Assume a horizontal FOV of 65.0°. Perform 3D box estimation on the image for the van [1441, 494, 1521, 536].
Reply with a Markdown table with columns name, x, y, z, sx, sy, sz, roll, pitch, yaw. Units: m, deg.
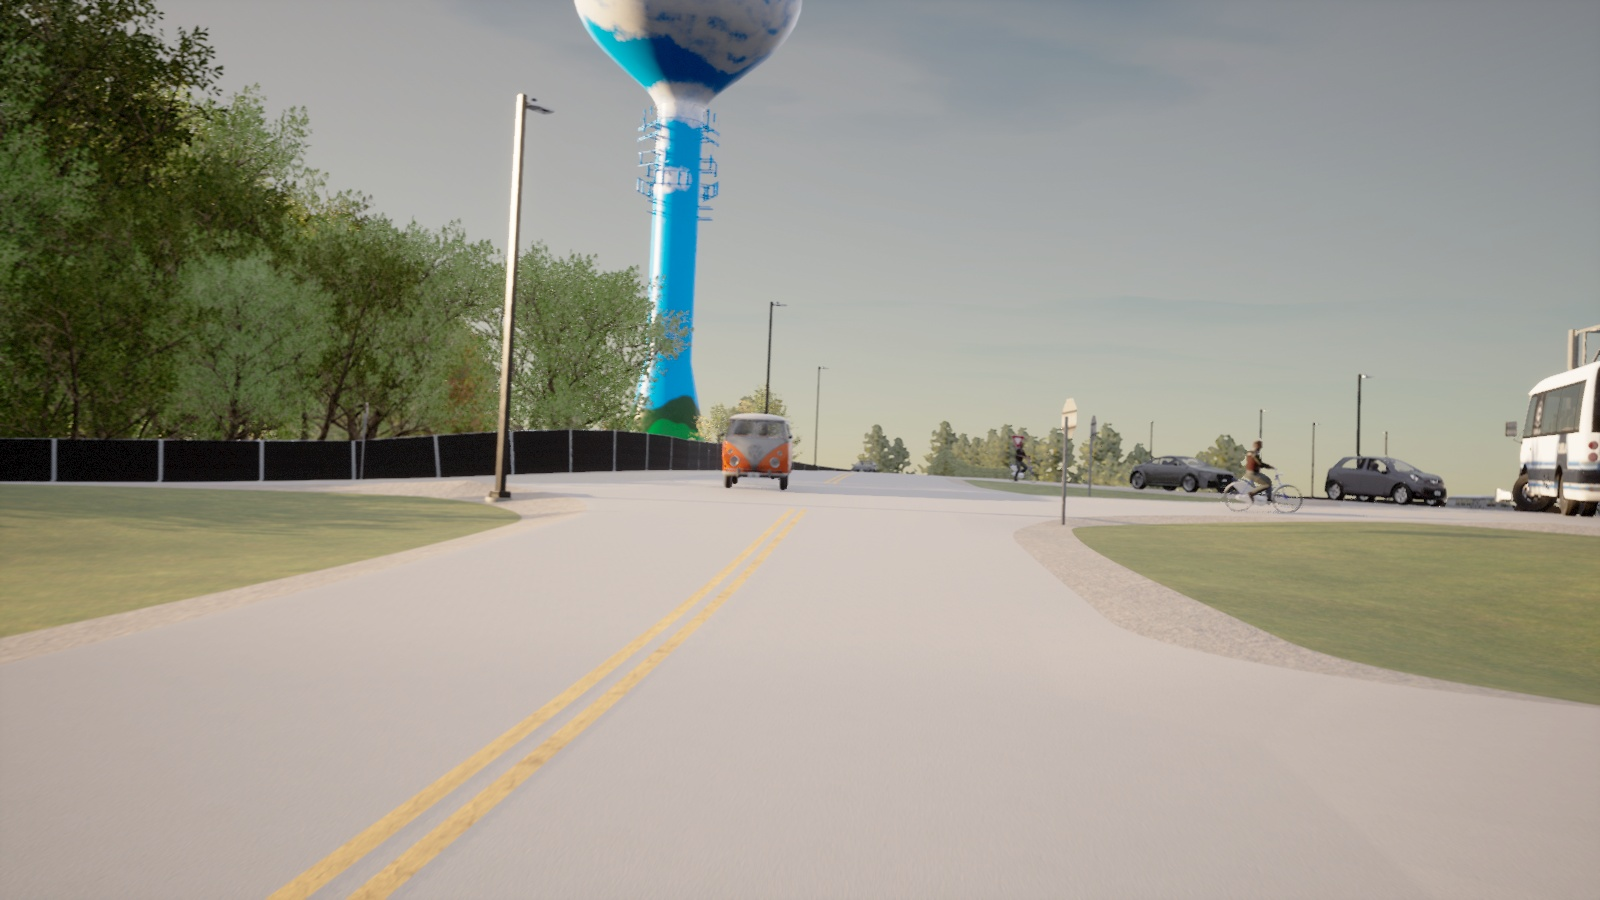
| name | x | y | z | sx | sy | sz | roll | pitch | yaw |
| --- | --- | --- | --- | --- | --- | --- | --- | --- | --- |
| van | 35.124 | 3.318 | 64.913 | 1.775 | 1.987 | 4.442 | 3 | -2 | 2 |

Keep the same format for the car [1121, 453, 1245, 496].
| name | x | y | z | sx | sy | sz | roll | pitch | yaw |
| --- | --- | --- | --- | --- | --- | --- | --- | --- | --- |
| car | 14.435 | 0.899 | 47.511 | 1.994 | 1.385 | 4.181 | 4 | -1 | -30 |

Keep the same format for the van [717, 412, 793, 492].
| name | x | y | z | sx | sy | sz | roll | pitch | yaw |
| --- | --- | --- | --- | --- | --- | --- | --- | --- | --- |
| van | -1.151 | 0.015 | 34.091 | 1.775 | 1.987 | 4.442 | 2 | 1 | 1 |

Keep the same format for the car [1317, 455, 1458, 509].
| name | x | y | z | sx | sy | sz | roll | pitch | yaw |
| --- | --- | --- | --- | --- | --- | --- | --- | --- | --- |
| car | 18.580 | 0.993 | 39.841 | 1.845 | 1.501 | 3.633 | 3 | -1 | -26 |

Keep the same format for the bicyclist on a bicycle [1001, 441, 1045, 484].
| name | x | y | z | sx | sy | sz | roll | pitch | yaw |
| --- | --- | --- | --- | --- | --- | --- | --- | --- | --- |
| bicyclist on a bicycle | 9.771 | 0.543 | 55.065 | 0.659 | 1.776 | 1.843 | 4 | -1 | -38 |

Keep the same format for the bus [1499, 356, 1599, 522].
| name | x | y | z | sx | sy | sz | roll | pitch | yaw |
| --- | --- | --- | --- | --- | --- | --- | --- | --- | --- |
| bus | 23.487 | -0.186 | 36.665 | 3.944 | 4.253 | 10.273 | 2 | 0 | 22 |

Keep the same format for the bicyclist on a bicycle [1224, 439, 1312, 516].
| name | x | y | z | sx | sy | sz | roll | pitch | yaw |
| --- | --- | --- | --- | --- | --- | --- | --- | --- | --- |
| bicyclist on a bicycle | 11.304 | 0.652 | 30.359 | 1.843 | 1.776 | 0.659 | 2 | 0 | 6 |
